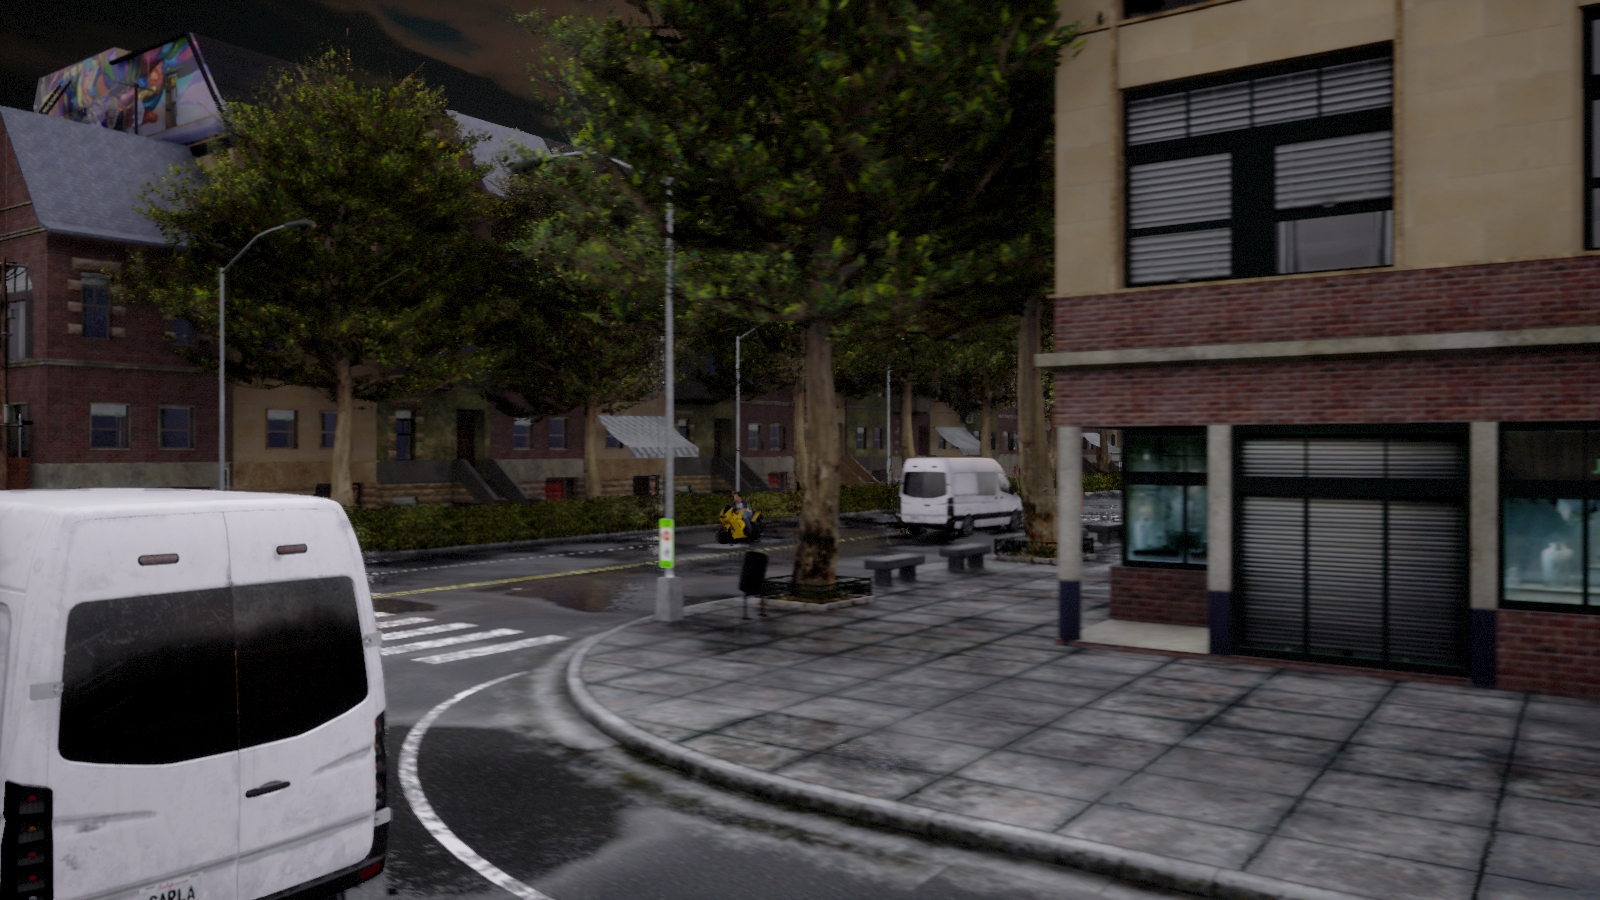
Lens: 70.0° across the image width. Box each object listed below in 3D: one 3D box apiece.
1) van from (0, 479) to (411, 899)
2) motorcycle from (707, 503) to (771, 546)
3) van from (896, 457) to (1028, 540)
[{"bbox_3d":[-5.235,1.533,7.462,5.915,2.561,1.988,0,0,35],"label":"van"},{"bbox_3d":[-1.800,2.210,34.018,0.803,1.145,2.033,0,0,35],"label":"motorcycle"},{"bbox_3d":[5.575,1.532,38.553,1.988,2.561,5.915,0,0,35],"label":"van"}]
